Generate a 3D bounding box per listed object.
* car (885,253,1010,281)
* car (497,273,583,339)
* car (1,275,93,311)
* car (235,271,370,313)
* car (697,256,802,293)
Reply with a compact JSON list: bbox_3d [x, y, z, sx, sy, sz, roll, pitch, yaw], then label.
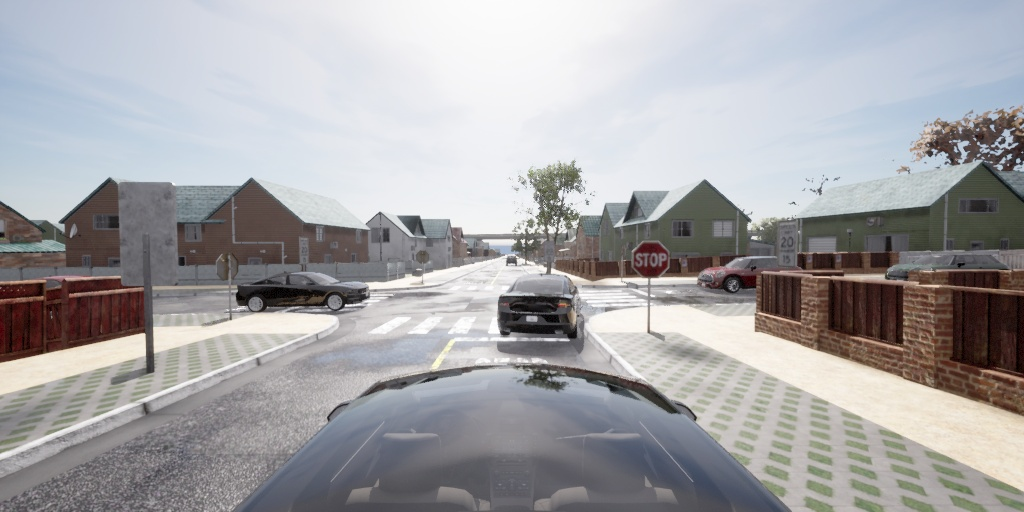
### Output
[{"bbox_3d":[21.684,0.646,17.966,4.553,1.767,2.097,-1,2,0],"label":"car"},{"bbox_3d":[0.949,1.224,10.262,1.882,1.535,5.008,0,0,12],"label":"car"},{"bbox_3d":[-18.036,1.546,14.705,5.008,1.535,1.882,-1,2,0],"label":"car"},{"bbox_3d":[-8.483,1.377,14.778,5.008,1.535,1.882,-1,2,0],"label":"car"},{"bbox_3d":[11.789,0.820,17.884,4.553,1.767,2.097,-1,2,0],"label":"car"}]
